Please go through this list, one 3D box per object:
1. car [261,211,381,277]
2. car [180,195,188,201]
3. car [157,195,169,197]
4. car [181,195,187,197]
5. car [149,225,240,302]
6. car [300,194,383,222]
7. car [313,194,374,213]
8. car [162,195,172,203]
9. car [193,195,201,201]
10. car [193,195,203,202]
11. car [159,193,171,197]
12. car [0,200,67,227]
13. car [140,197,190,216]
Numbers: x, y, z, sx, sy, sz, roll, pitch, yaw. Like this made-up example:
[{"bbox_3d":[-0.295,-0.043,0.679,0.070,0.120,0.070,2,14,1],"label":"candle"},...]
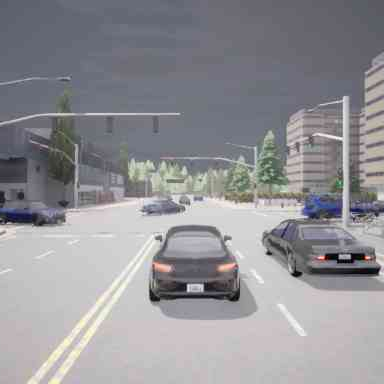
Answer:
[{"bbox_3d":[3.533,1.547,10.216,2.033,1.411,5.357,0,0,0],"label":"car"},{"bbox_3d":[-2.186,1.540,88.382,2.033,1.411,5.357,0,0,-1],"label":"car"},{"bbox_3d":[-4.781,1.526,50.385,1.812,1.442,4.674,0,0,-2],"label":"car"},{"bbox_3d":[-1.354,1.564,60.015,1.994,1.385,4.181,0,0,-1],"label":"car"},{"bbox_3d":[0.036,1.526,8.159,1.812,1.442,4.674,0,0,-1],"label":"car"},{"bbox_3d":[11.054,1.221,25.065,5.566,2.045,2.150,0,0,-2],"label":"car"},{"bbox_3d":[16.285,1.222,35.943,5.566,2.045,2.150,0,0,-2],"label":"car"},{"bbox_3d":[-5.217,1.500,70.172,1.837,1.490,4.892,0,0,-1],"label":"car"},{"bbox_3d":[1.305,1.500,88.787,1.837,1.490,4.892,0,0,-1],"label":"car"},{"bbox_3d":[1.567,1.478,78.649,1.882,1.535,5.008,0,0,-1],"label":"car"},{"bbox_3d":[-5.018,1.221,59.812,2.150,2.045,5.566,0,0,-1],"label":"car"},{"bbox_3d":[-10.768,1.352,22.509,4.553,1.767,2.097,0,0,20],"label":"car"},{"bbox_3d":[-2.844,1.547,33.348,2.033,1.411,5.357,0,0,34],"label":"car"}]
